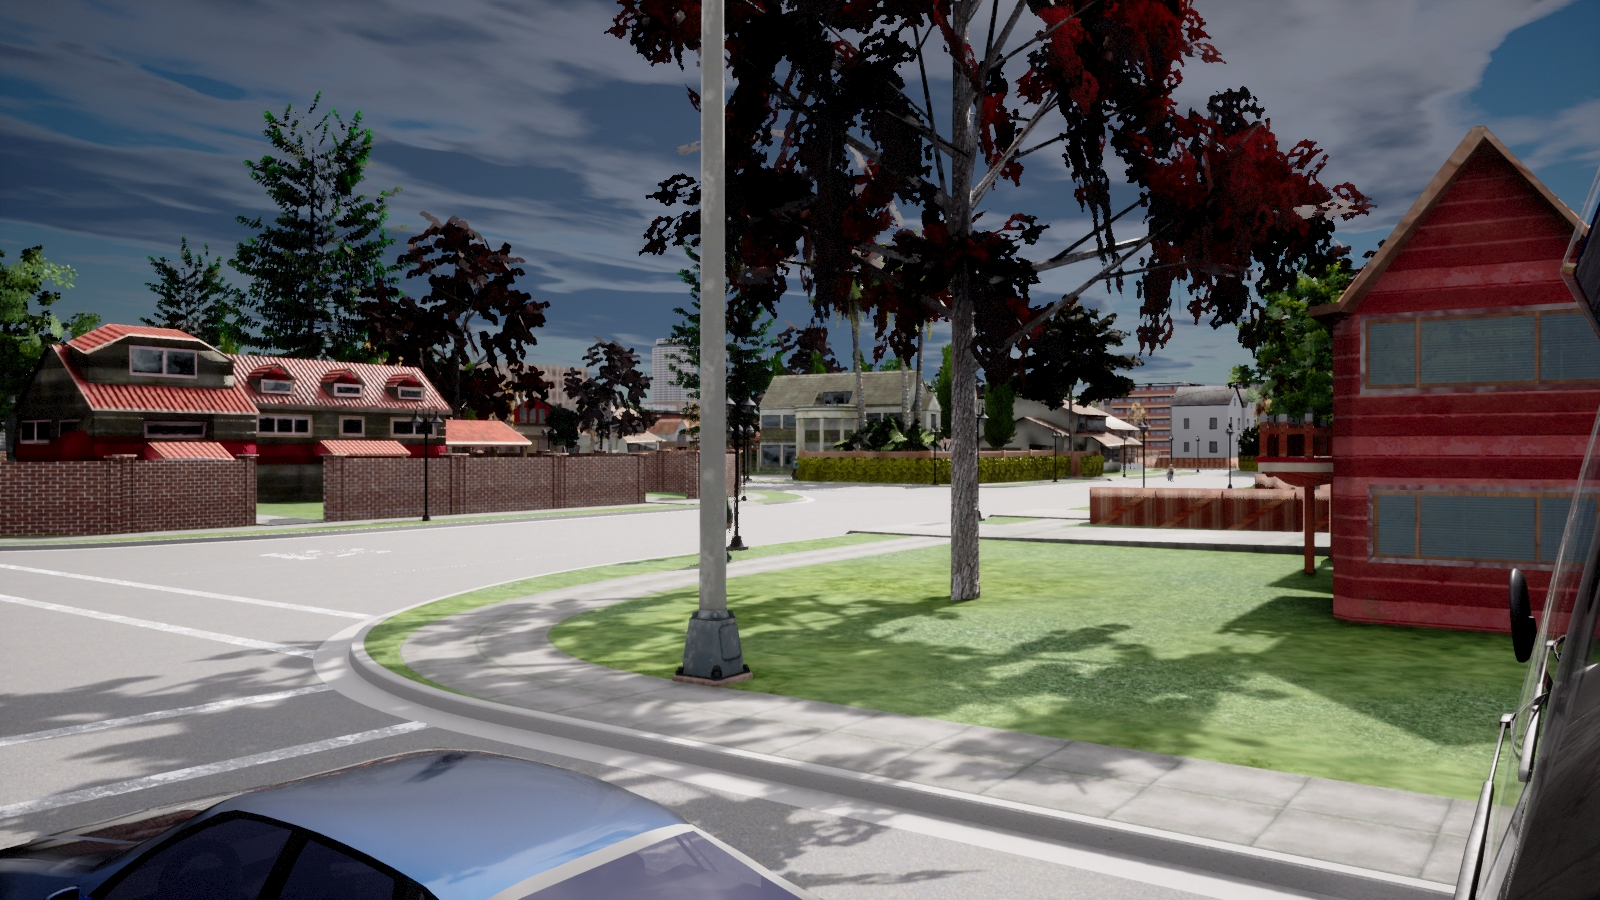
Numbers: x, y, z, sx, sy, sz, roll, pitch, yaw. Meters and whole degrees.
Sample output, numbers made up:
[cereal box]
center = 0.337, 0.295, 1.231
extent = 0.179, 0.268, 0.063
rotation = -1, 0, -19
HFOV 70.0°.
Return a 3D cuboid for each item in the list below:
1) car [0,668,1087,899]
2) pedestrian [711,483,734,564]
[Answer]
[car]
center = -1.713, 2.106, 4.943
extent = 5.357, 1.411, 2.033
rotation = 0, 0, 36
[pedestrian]
center = -1.816, 1.704, 26.666
extent = 0.375, 1.860, 0.375
rotation = 0, 0, 35
